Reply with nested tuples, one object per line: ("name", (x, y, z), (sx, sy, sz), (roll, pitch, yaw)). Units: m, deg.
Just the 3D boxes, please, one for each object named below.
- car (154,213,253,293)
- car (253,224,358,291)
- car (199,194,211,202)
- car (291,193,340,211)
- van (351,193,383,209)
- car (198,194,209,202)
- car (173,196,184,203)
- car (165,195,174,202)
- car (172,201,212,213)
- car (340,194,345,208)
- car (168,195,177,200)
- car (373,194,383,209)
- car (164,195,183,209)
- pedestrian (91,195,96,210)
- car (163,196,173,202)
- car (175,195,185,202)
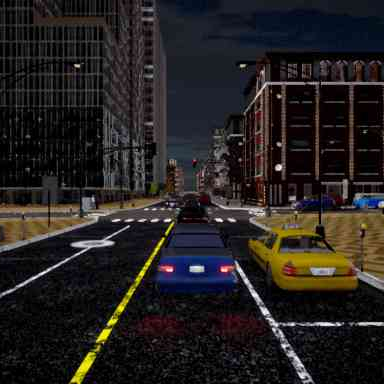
("car", (0.095, 1.547, 8.987), (2.033, 1.411, 5.357), (0, 0, 0))
("car", (2.563, 1.525, 8.838), (1.752, 1.417, 4.829), (0, 0, 0))
("car", (2.553, 1.319, 63.485), (2.192, 1.841, 5.009), (0, 0, 0))
("car", (13.280, 1.162, 36.530), (4.553, 1.767, 2.097), (-1, 0, -1))
("van", (20.963, 1.050, 39.092), (3.998, 1.788, 1.690), (-1, 1, -1))
("car", (2.551, 1.320, 74.671), (2.192, 1.841, 5.009), (0, 0, 0))
("car", (-2.764, 1.569, 68.858), (1.994, 1.385, 4.181), (0, 0, 0))
("car", (-5.330, 1.551, 80.263), (1.887, 1.381, 4.507), (0, 0, 0))
("car", (0.080, 1.505, 18.728), (1.837, 1.490, 4.892), (0, 0, 0))
("car", (15.307, 1.095, 39.032), (5.009, 1.841, 2.192), (-1, 1, -1))
("car", (-5.331, 1.559, 91.449), (2.008, 1.369, 4.403), (0, 0, 0))
("car", (23.082, 1.214, 36.664), (4.674, 1.442, 1.812), (-1, 0, 0))
("car", (-2.670, 1.493, 45.656), (2.128, 1.511, 4.902), (0, 0, -2))
("pedestrian", (-12.355, 1.271, 41.673), (0.375, 1.860, 0.375), (0, 1, -1))
("car", (-5.329, 1.556, 74.670), (2.008, 1.369, 4.403), (0, 0, 0))
("car", (-2.765, 1.531, 79.347), (2.128, 1.511, 4.902), (0, 0, 0))
